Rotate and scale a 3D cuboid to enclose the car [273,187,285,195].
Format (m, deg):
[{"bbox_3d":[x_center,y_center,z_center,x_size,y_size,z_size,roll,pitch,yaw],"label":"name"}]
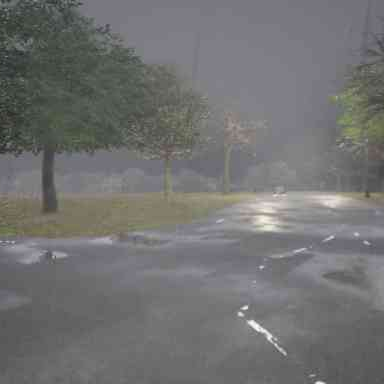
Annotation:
[{"bbox_3d":[15.976,-0.260,60.846,1.812,1.442,4.674,0,2,19],"label":"car"}]
